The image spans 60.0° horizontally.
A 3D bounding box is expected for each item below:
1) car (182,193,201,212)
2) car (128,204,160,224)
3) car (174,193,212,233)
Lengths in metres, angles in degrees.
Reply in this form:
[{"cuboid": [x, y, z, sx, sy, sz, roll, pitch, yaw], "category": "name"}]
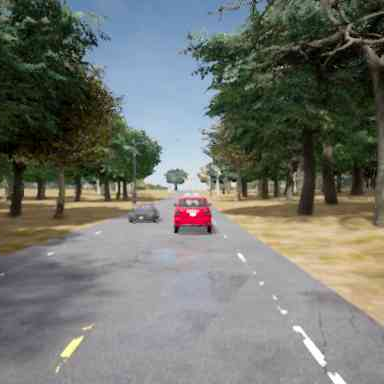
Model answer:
[{"cuboid": [-0.003, 1.188, 40.249, 2.150, 2.045, 5.566, 0, 0, 0], "category": "car"}, {"cuboid": [-3.553, 1.606, 25.321, 1.994, 1.385, 4.181, 0, 0, 0], "category": "car"}, {"cuboid": [0.049, 1.260, 20.329, 2.150, 2.045, 5.566, 0, 0, 0], "category": "car"}]
